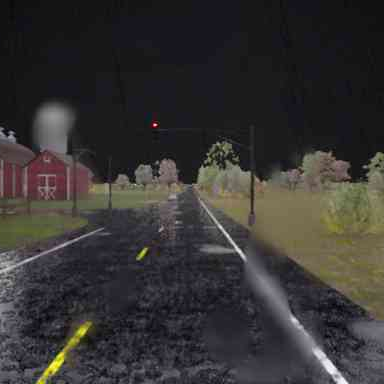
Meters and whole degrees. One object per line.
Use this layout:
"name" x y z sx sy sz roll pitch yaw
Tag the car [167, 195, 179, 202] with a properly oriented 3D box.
"car" -3.514 1.182 62.324 1.994 1.385 4.181 0 1 0
